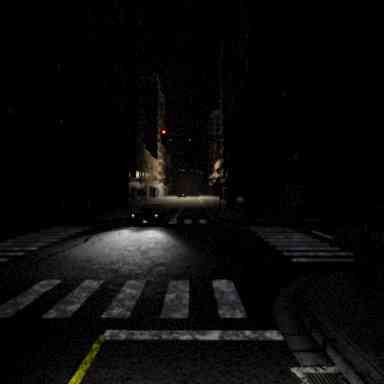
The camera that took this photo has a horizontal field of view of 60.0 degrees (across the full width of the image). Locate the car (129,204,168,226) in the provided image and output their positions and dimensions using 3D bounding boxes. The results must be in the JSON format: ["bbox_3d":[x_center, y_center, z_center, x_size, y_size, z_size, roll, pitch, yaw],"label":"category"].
[{"bbox_3d":[-2.774,1.472,22.297,1.895,1.301,4.718,0,1,2],"label":"car"}]

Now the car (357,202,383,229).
[{"bbox_3d":[12.390,1.161,19.355,5.009,1.841,2.192,0,1,0],"label":"car"}]

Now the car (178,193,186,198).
[{"bbox_3d":[-2.561,0.849,83.064,2.033,1.411,5.357,0,0,0],"label":"car"}]
